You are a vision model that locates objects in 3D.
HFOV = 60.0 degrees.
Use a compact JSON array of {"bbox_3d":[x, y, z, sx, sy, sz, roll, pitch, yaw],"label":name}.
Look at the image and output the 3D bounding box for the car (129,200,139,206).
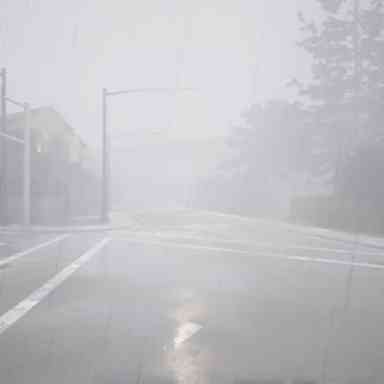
[{"bbox_3d":[-12.742,2.320,73.031,1.895,1.301,4.718,0,-1,-6],"label":"car"}]
